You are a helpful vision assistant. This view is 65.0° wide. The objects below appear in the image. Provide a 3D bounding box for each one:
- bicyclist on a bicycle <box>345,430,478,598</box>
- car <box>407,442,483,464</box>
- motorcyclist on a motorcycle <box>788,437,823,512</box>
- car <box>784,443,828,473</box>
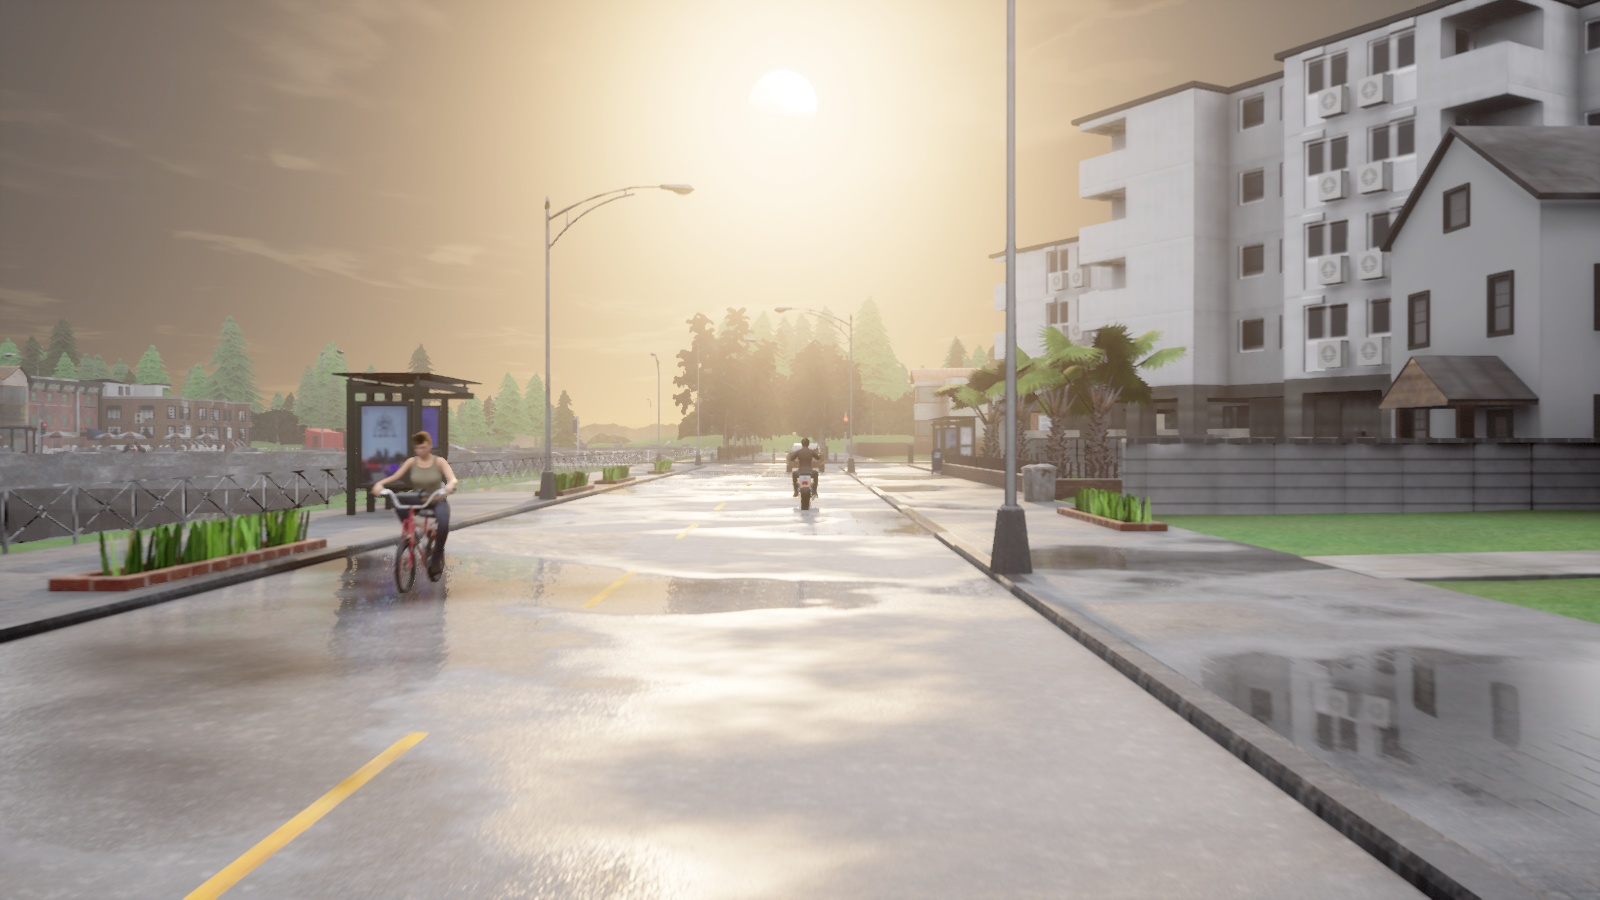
[{"bbox_3d":[-3.910,0.608,12.774,0.866,1.612,1.509,0,0,1],"label":"bicyclist on a bicycle"},{"bbox_3d":[-24.022,0.193,85.047,4.514,1.525,2.007,0,0,2],"label":"car"},{"bbox_3d":[0.131,0.534,28.853,0.766,1.649,2.350,0,0,1],"label":"motorcyclist on a motorcycle"},{"bbox_3d":[0.294,0.379,64.846,2.163,1.488,4.792,0,0,0],"label":"car"}]
